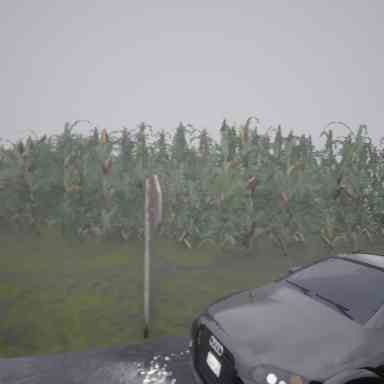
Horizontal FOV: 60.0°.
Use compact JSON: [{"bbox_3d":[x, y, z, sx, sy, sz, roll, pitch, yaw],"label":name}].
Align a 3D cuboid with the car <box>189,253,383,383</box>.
[{"bbox_3d":[2.090,1.490,3.881,4.181,1.385,1.994,0,2,-20],"label":"car"}]
